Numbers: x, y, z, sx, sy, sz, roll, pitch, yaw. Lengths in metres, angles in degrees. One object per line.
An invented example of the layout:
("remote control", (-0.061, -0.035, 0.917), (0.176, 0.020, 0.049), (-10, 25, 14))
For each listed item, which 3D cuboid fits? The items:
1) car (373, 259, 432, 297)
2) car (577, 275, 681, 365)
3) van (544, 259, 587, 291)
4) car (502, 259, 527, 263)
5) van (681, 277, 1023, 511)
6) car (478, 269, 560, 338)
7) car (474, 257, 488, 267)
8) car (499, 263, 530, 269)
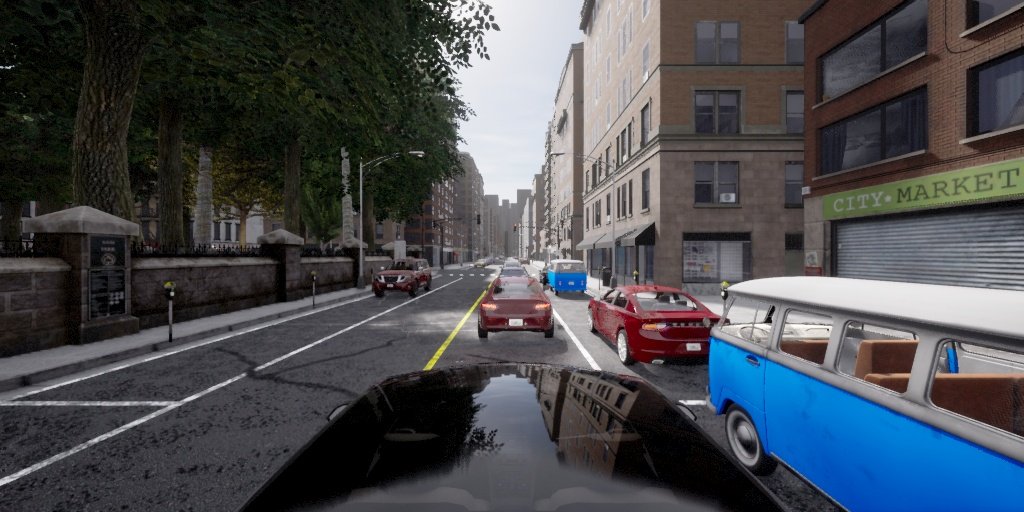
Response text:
("car", (-5.655, 1.059, 19.157), (2.192, 1.841, 5.009), (0, 0, 0))
("car", (2.861, 1.294, 7.870), (1.888, 1.381, 4.507), (0, 0, 0))
("van", (2.869, 1.085, 19.191), (1.690, 1.789, 3.998), (0, 0, 0))
("car", (0.024, 1.242, 29.396), (1.837, 1.490, 4.892), (0, 0, 0))
("van", (2.857, 1.091, 2.209), (1.690, 1.789, 3.998), (0, 0, 0))
("car", (0.101, 1.274, 10.073), (1.812, 1.442, 4.674), (0, 0, 0))
("car", (-5.624, 1.228, 62.676), (1.751, 1.417, 4.829), (0, 0, 0))
("car", (0.110, 1.292, 19.652), (2.033, 1.411, 5.357), (0, 0, 1))
